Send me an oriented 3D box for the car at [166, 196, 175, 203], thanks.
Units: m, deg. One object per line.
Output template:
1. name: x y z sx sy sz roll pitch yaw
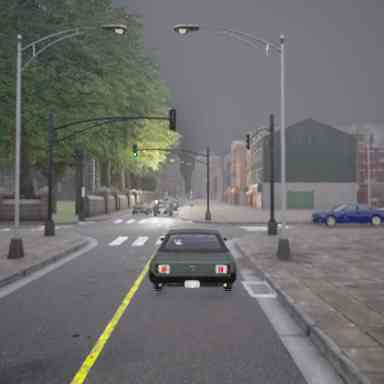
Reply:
1. car: -5.943 2.054 92.798 2.192 1.841 5.009 1 -1 0

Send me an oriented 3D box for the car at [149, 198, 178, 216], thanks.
1. car: -2.949 1.713 35.086 2.128 1.511 4.902 0 0 0

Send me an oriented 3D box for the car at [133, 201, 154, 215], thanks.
1. car: -5.555 1.771 38.585 1.752 1.417 4.829 1 0 0

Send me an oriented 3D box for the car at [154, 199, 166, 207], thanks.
1. car: -5.680 1.994 60.096 1.802 1.307 4.206 1 0 0

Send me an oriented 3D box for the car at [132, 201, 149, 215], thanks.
1. car: -5.515 1.783 36.611 2.008 1.369 4.403 1 0 0

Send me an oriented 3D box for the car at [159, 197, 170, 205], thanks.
1. car: -5.766 1.951 70.997 1.967 1.590 4.097 1 -1 0

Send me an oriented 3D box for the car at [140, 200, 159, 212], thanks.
1. car: -5.546 1.834 43.747 2.008 1.369 4.403 1 0 0

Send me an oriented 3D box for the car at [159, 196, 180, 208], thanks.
1. car: -3.029 1.644 44.981 2.097 1.767 4.553 0 0 0

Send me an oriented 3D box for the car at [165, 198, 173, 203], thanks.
1. car: -5.901 2.203 87.176 1.752 1.417 4.829 1 -1 0

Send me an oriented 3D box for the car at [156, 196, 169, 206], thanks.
1. car: -5.719 1.776 65.548 2.192 1.841 5.009 1 -1 0

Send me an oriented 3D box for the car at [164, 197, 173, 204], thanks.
1. car: -5.856 2.061 81.896 1.967 1.590 4.097 1 -1 0

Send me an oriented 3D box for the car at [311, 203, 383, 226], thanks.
1. car: 10.941 1.555 23.278 5.008 1.535 1.882 -1 -2 0

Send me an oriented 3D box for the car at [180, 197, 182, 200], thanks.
1. car: -3.105 1.933 54.856 1.994 1.385 4.181 0 0 -1

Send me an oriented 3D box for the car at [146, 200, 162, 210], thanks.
1. car: -5.590 1.889 49.196 1.947 1.339 4.313 1 0 0

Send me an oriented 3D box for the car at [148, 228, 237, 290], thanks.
1. car: 0.042 1.655 9.187 1.895 1.301 4.718 0 0 1
